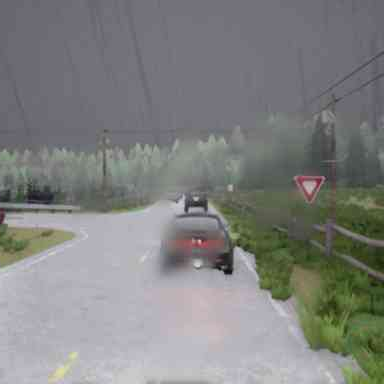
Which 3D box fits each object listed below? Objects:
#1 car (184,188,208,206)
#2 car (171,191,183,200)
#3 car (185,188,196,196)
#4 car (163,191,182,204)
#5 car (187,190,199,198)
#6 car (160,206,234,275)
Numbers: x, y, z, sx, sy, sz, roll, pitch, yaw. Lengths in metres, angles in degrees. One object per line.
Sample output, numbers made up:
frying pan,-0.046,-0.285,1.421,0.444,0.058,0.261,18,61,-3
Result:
car,0.409,0.766,32.918,2.150,2.045,5.566,0,1,1
car,-2.828,0.630,62.362,2.128,1.511,4.902,0,1,-1
car,-0.424,-0.038,79.431,2.150,2.045,5.566,0,1,-5
car,-2.829,0.862,46.554,1.837,1.490,4.892,0,1,1
car,0.197,0.393,69.316,2.097,1.767,4.553,0,1,-3
car,0.135,1.364,9.955,1.837,1.490,4.892,0,0,0
